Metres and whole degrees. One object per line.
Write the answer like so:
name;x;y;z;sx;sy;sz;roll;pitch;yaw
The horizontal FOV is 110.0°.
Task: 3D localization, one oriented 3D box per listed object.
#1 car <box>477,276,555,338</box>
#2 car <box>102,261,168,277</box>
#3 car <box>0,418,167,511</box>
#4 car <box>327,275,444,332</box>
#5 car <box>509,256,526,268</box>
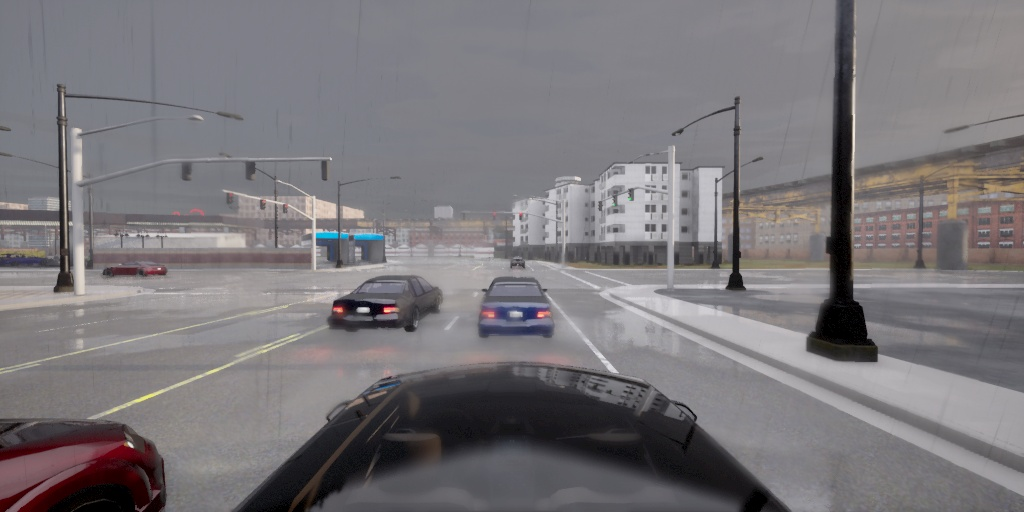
car;0.090;1.279;10.128;2.033;1.411;5.357;0;0;0
car;-32.546;1.083;30.997;4.181;1.385;1.994;0;1;-1
car;-3.395;1.314;0.733;1.994;1.385;4.181;0;0;0
car;-3.406;1.274;10.730;2.033;1.411;5.357;0;0;0
car;0.708;0.774;45.954;1.837;1.490;4.892;0;1;0
